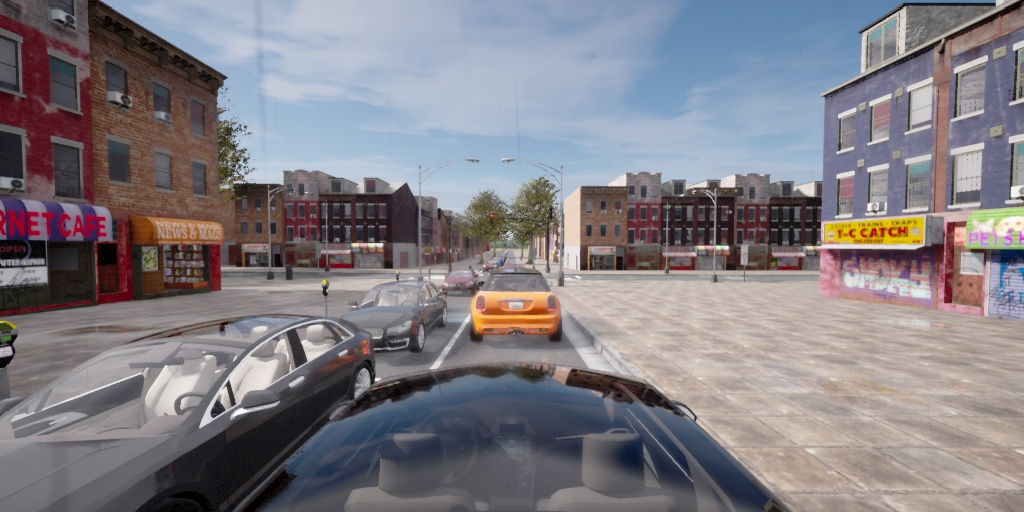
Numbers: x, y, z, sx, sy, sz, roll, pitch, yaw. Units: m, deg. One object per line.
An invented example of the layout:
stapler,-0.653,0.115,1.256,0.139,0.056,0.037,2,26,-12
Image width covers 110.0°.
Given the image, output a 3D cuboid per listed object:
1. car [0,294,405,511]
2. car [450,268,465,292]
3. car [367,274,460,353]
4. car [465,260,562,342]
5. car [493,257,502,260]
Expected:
car,-2.643,1.300,3.183,2.007,1.370,4.403,0,0,0
car,-2.671,1.337,19.526,1.802,1.307,4.207,0,0,0
car,-2.652,1.299,8.632,2.007,1.370,4.403,0,0,0
car,0.085,1.101,9.941,2.097,1.767,4.553,0,0,0
car,-2.719,1.246,46.301,1.967,1.591,4.097,0,0,0
